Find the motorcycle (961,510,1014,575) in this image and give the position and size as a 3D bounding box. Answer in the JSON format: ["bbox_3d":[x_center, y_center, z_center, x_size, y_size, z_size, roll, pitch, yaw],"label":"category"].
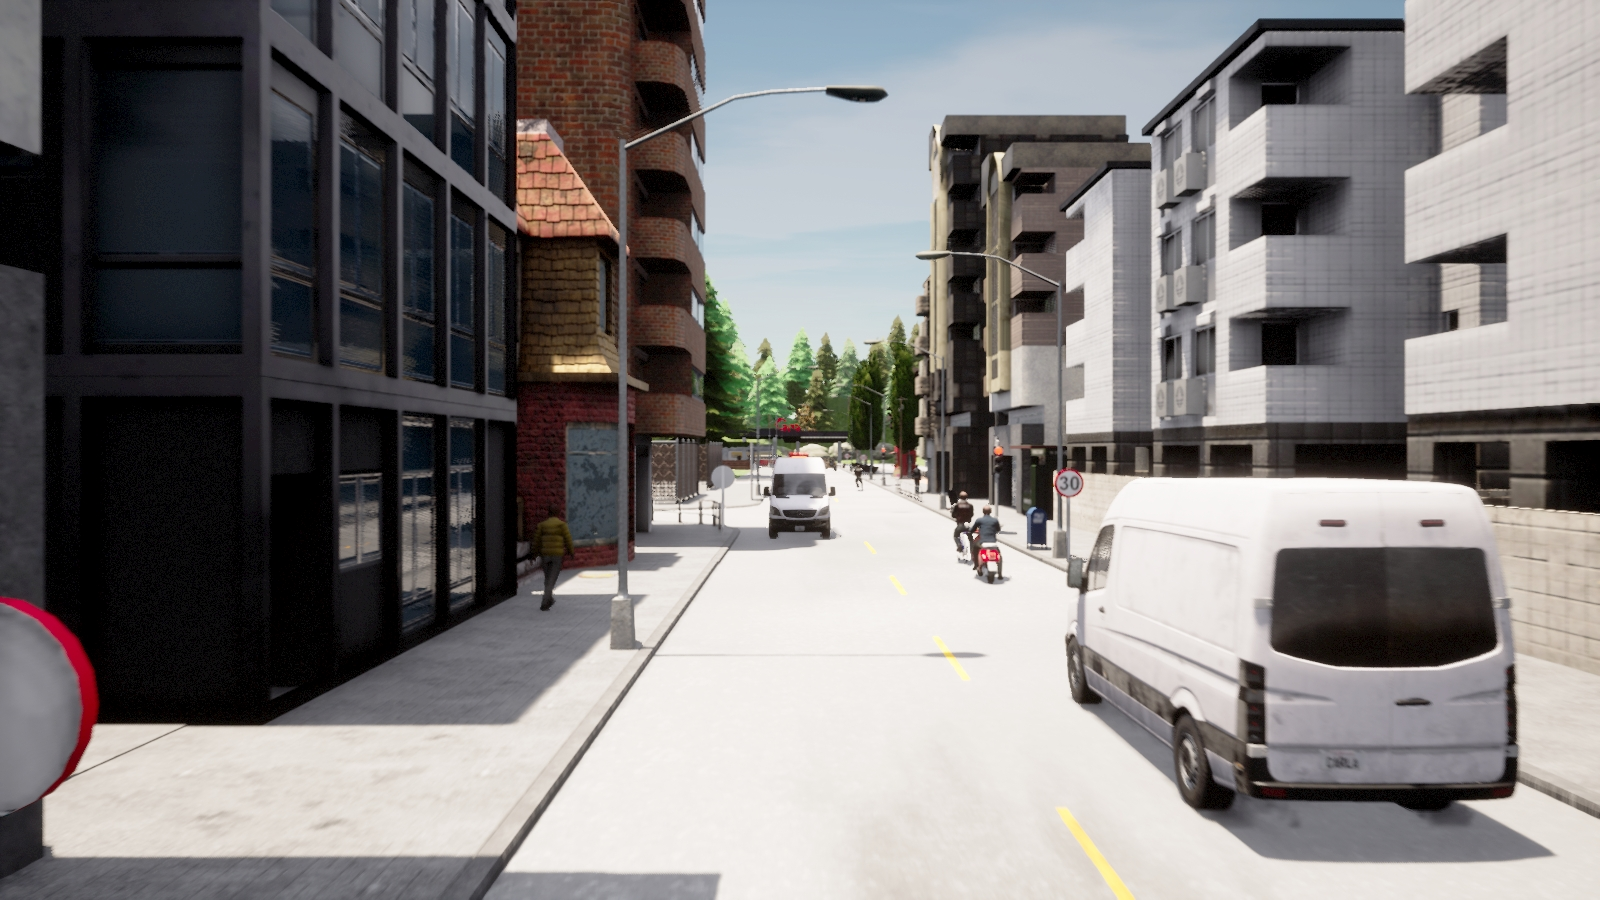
[{"bbox_3d":[4.008,1.962,24.554,0.856,1.236,1.805,0,0,0],"label":"motorcycle"}]

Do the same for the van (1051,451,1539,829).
[{"bbox_3d":[4.009,1.312,10.718,1.988,2.561,5.915,0,0,0],"label":"van"}]

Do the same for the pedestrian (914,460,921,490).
[{"bbox_3d":[7.251,1.523,70.458,0.375,1.860,0.375,0,0,3],"label":"pedestrian"}]

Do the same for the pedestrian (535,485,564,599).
[{"bbox_3d":[-4.163,1.523,19.001,0.375,1.860,0.375,0,0,4],"label":"pedestrian"}]

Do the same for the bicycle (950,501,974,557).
[{"bbox_3d":[4.015,1.940,28.428,0.329,1.271,1.835,0,0,0],"label":"bicycle"}]

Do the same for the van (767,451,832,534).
[{"bbox_3d":[-0.018,1.314,38.130,1.988,2.561,5.915,0,0,0],"label":"van"}]
